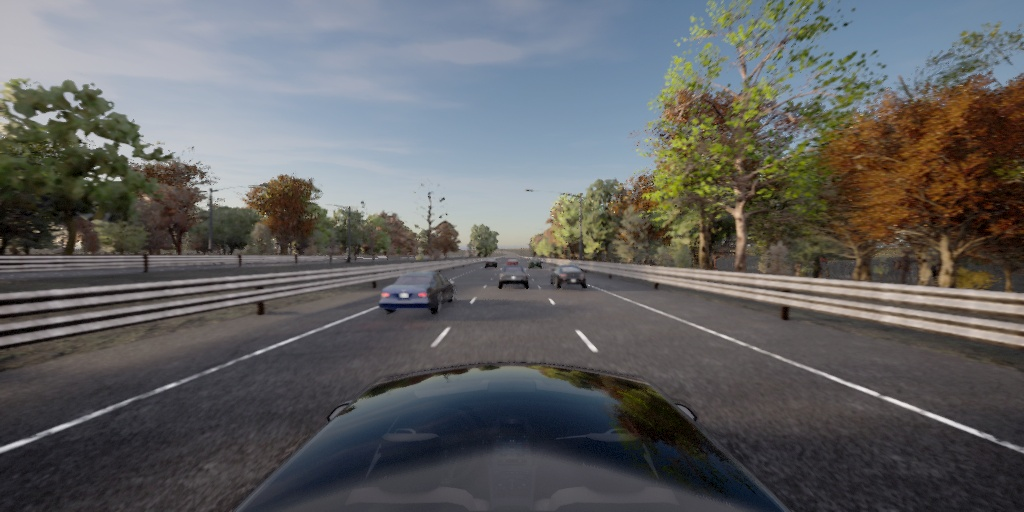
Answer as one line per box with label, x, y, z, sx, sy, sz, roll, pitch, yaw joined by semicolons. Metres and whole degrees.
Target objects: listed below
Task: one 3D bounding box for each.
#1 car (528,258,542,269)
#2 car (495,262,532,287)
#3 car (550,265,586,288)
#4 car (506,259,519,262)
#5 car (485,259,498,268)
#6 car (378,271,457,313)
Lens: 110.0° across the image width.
car;3.605;1.096;58.066;2.097;1.767;4.553;0;0;0
car;0.099;1.313;24.279;1.994;1.385;4.181;0;0;0
car;3.599;1.273;23.317;1.812;1.442;4.674;0;0;0
car;0.107;1.222;60.205;1.882;1.535;5.008;0;0;0
car;-3.392;1.222;60.122;1.882;1.535;5.008;0;0;0
car;-3.418;1.297;13.879;2.033;1.411;5.357;0;0;0
